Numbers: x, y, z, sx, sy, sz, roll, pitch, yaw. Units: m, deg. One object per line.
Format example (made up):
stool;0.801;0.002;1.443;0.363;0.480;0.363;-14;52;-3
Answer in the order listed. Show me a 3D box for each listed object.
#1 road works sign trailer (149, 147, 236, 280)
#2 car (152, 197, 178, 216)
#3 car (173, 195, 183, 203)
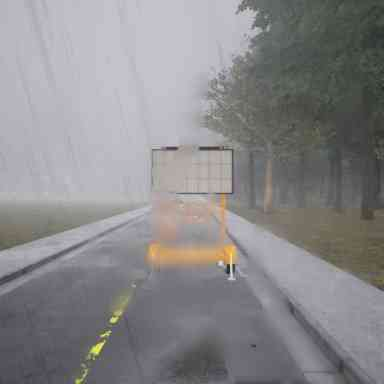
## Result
road works sign trailer;0.016;0.464;9.895;2.380;3.560;2.880;0;0;0
car;-2.801;1.547;33.031;2.033;1.411;5.357;0;0;0
car;-2.664;1.351;59.660;2.097;1.767;4.553;0;0;0
